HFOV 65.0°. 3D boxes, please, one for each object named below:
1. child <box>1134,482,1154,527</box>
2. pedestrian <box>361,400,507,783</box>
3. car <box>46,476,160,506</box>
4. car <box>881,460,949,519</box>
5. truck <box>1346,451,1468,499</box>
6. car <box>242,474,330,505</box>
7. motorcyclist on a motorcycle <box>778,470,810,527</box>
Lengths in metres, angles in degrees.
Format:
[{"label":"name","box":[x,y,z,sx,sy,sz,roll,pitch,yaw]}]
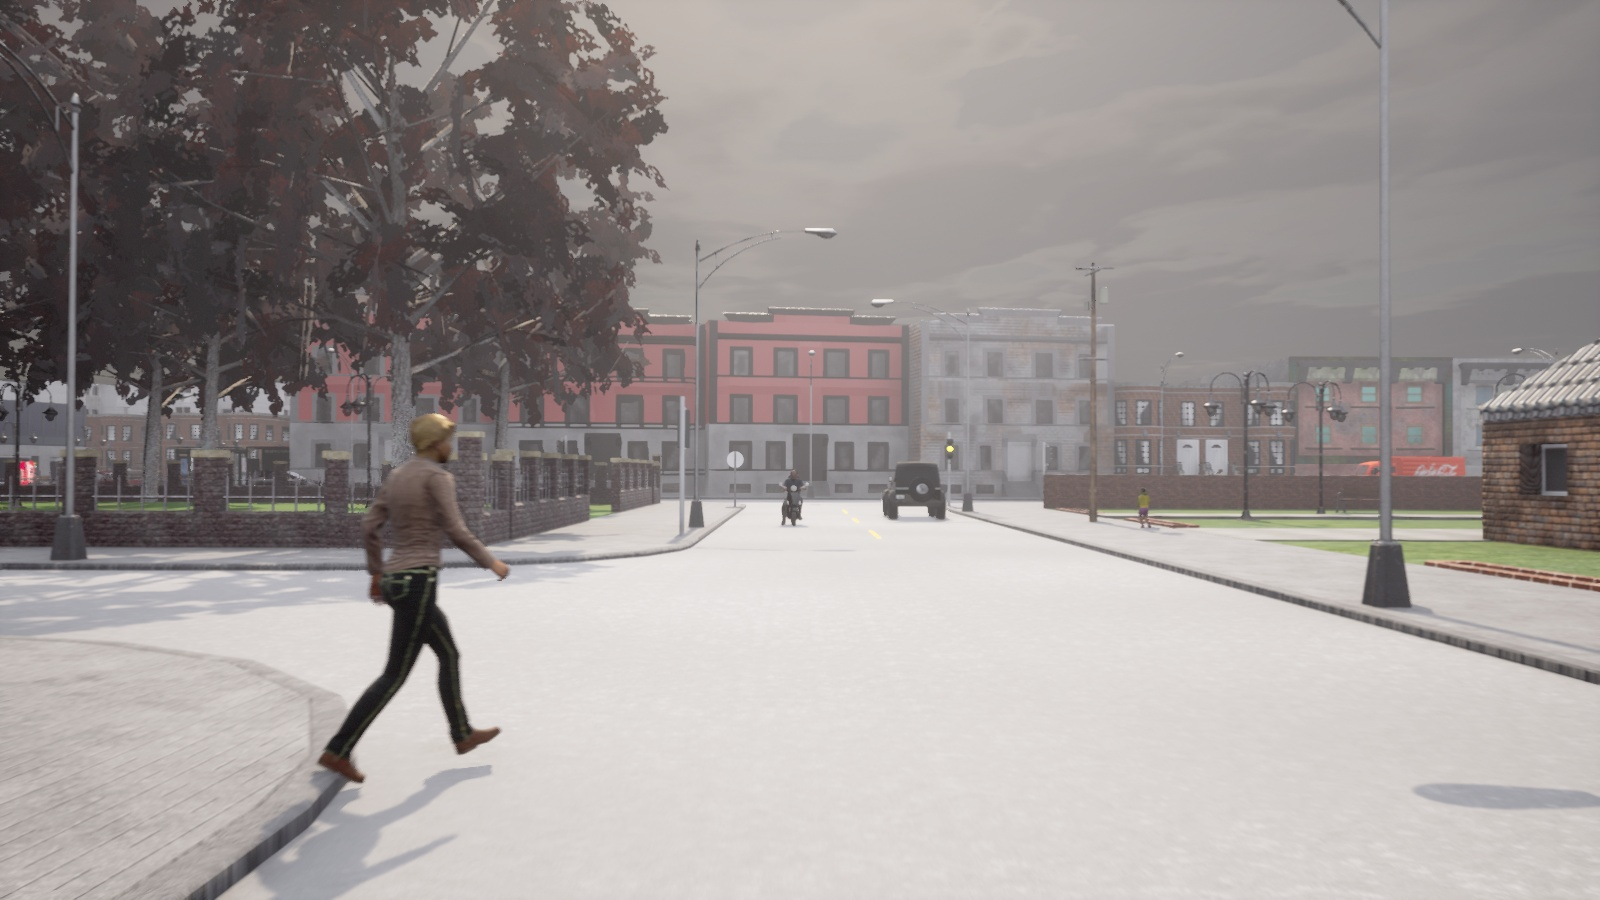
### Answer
[{"label":"child","box":[8.968,1.416,32.722,0.299,1.160,0.473,0,-1,-17]},{"label":"pedestrian","box":[-1.859,0.687,6.396,0.634,1.846,0.331,1,-1,-41]},{"label":"car","box":[-34.630,2.025,62.466,4.674,1.442,1.812,0,-1,0]},{"label":"car","box":[3.842,1.308,42.570,1.905,1.878,3.866,0,-1,0]},{"label":"truck","box":[32.217,1.317,66.756,5.204,2.467,2.627,0,-1,0]},{"label":"car","box":[-25.558,1.977,62.505,3.633,1.501,1.845,0,-1,0]},{"label":"motorcyclist on a motorcycle","box":[-0.181,1.376,36.286,0.866,1.590,1.817,0,-1,-1]}]
